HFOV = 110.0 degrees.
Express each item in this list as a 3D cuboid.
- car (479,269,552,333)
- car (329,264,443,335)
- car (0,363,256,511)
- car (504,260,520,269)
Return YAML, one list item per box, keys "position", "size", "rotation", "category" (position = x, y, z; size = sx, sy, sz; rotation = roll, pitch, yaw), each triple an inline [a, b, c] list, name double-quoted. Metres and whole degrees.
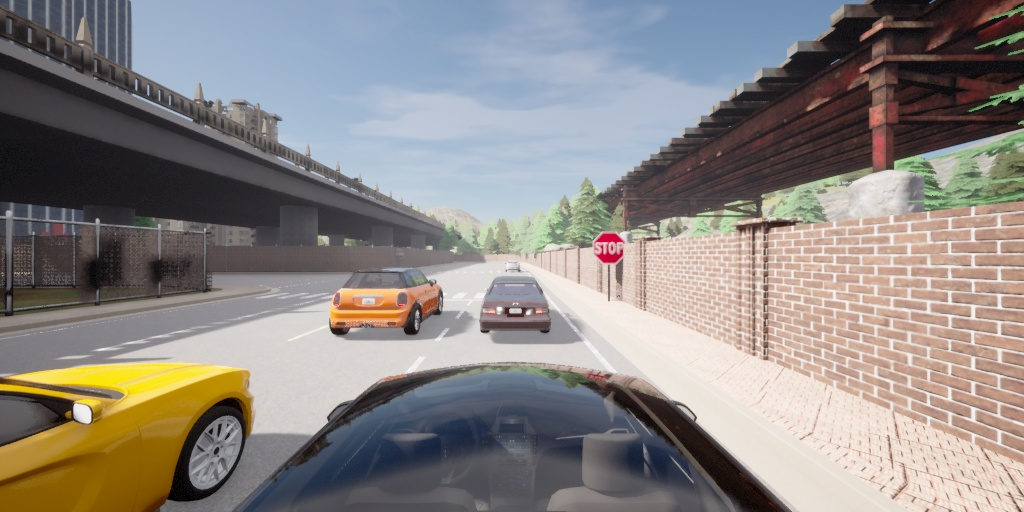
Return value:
- position: [0.078, 1.297, 10.693]
  size: [2.033, 1.411, 5.357]
  rotation: [0, 0, 0]
  category: "car"
- position: [-3.423, 1.102, 10.670]
  size: [2.097, 1.767, 4.553]
  rotation: [0, 0, 0]
  category: "car"
- position: [-3.399, 1.228, 1.413]
  size: [1.882, 1.535, 5.008]
  rotation: [0, 0, 0]
  category: "car"
- position: [0.086, 1.276, 45.523]
  size: [1.812, 1.442, 4.674]
  rotation: [0, 0, -1]
  category: "car"
